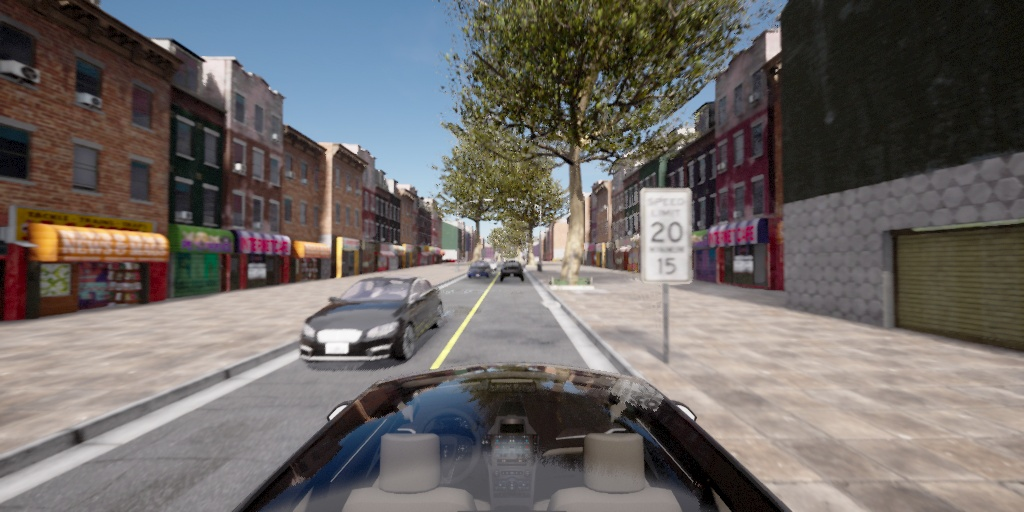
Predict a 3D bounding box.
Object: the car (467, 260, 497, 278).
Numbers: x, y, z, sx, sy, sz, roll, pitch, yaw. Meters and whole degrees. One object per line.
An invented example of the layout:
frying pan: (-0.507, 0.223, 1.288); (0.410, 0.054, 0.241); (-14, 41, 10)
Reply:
car: (-2.741, 1.162, 31.577); (2.033, 1.411, 5.357); (0, 0, 0)

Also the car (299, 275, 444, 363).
car: (-2.845, 1.220, 8.288); (2.128, 1.511, 4.902); (0, 0, 0)

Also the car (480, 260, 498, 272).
car: (-2.732, 1.171, 43.641); (1.895, 1.301, 4.718); (0, 0, 0)

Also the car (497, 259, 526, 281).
car: (0.025, 1.135, 28.494); (1.837, 1.490, 4.892); (0, 0, 0)
